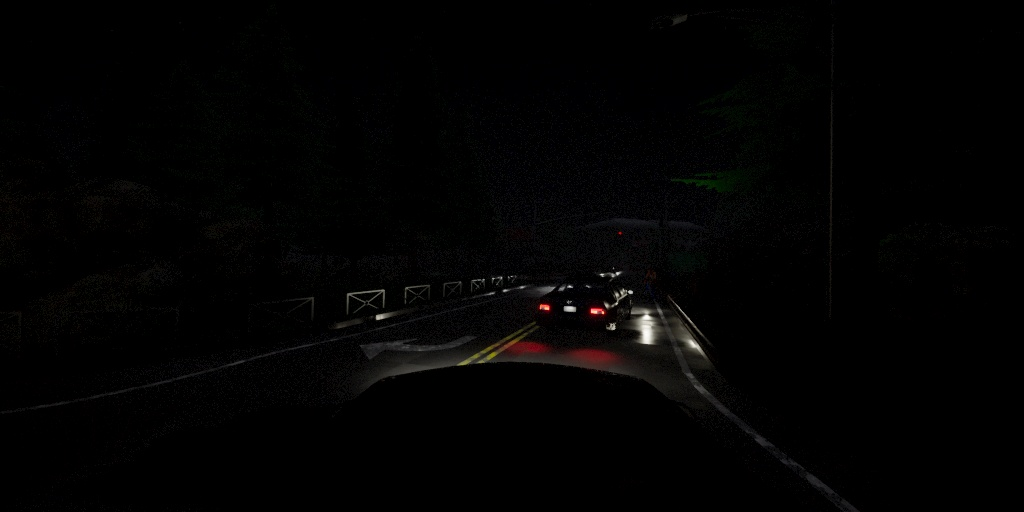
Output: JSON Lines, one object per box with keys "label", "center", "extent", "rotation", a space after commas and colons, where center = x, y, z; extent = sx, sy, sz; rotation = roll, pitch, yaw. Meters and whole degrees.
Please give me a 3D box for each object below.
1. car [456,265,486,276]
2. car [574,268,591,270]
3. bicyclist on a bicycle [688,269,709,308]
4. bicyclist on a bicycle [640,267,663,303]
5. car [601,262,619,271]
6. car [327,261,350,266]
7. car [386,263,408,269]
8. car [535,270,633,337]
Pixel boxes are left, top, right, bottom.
{"label": "car", "center": [-5.370, 1.770, 44.739], "extent": [4.181, 1.385, 1.994], "rotation": [1, -1, 20]}
{"label": "car", "center": [5.900, 1.669, 30.469], "extent": [1.895, 1.301, 4.718], "rotation": [1, -1, 19]}
{"label": "bicyclist on a bicycle", "center": [7.875, 1.358, 15.107], "extent": [1.656, 1.620, 0.582], "rotation": [1, -1, -34]}
{"label": "bicyclist on a bicycle", "center": [6.430, 1.346, 16.490], "extent": [1.656, 1.620, 0.582], "rotation": [1, -1, -31]}
{"label": "car", "center": [15.624, 1.971, 57.913], "extent": [2.097, 1.767, 4.553], "rotation": [1, -1, 20]}
{"label": "car", "center": [-24.540, 1.485, 51.968], "extent": [5.357, 1.411, 2.033], "rotation": [1, -1, 23]}
{"label": "car", "center": [-14.769, 1.637, 48.137], "extent": [4.181, 1.385, 1.994], "rotation": [1, -1, 20]}
{"label": "car", "center": [2.304, 1.280, 10.283], "extent": [2.033, 1.411, 5.357], "rotation": [1, -1, 24]}
